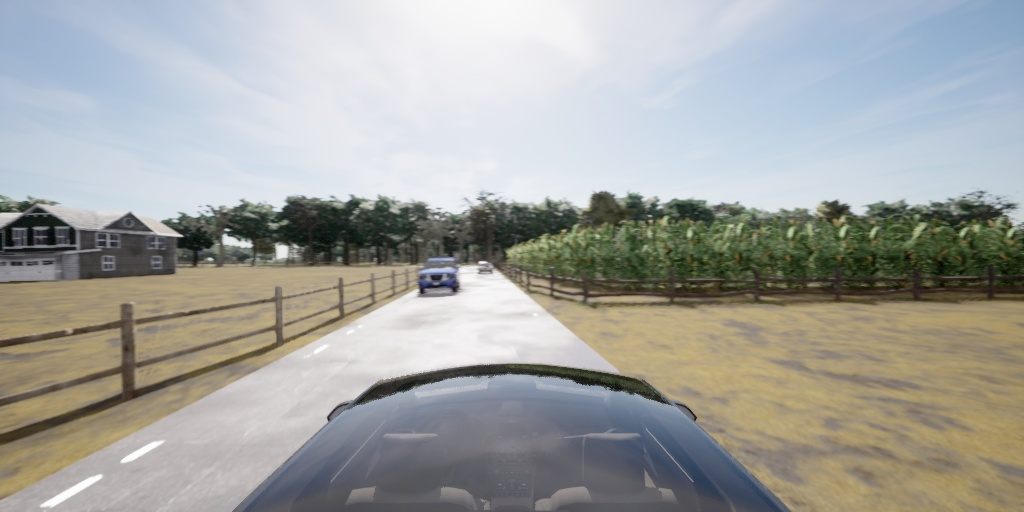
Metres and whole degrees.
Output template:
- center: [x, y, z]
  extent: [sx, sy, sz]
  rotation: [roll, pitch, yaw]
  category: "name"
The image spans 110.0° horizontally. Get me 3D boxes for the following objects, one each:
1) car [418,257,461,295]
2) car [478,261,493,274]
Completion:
- center: [-4.345, 1.133, 22.161]
  extent: [2.150, 2.045, 5.566]
  rotation: [-2, 0, -5]
  category: "car"
- center: [-3.368, 1.529, 45.109]
  extent: [1.895, 1.301, 4.718]
  rotation: [-2, 0, -5]
  category: "car"
